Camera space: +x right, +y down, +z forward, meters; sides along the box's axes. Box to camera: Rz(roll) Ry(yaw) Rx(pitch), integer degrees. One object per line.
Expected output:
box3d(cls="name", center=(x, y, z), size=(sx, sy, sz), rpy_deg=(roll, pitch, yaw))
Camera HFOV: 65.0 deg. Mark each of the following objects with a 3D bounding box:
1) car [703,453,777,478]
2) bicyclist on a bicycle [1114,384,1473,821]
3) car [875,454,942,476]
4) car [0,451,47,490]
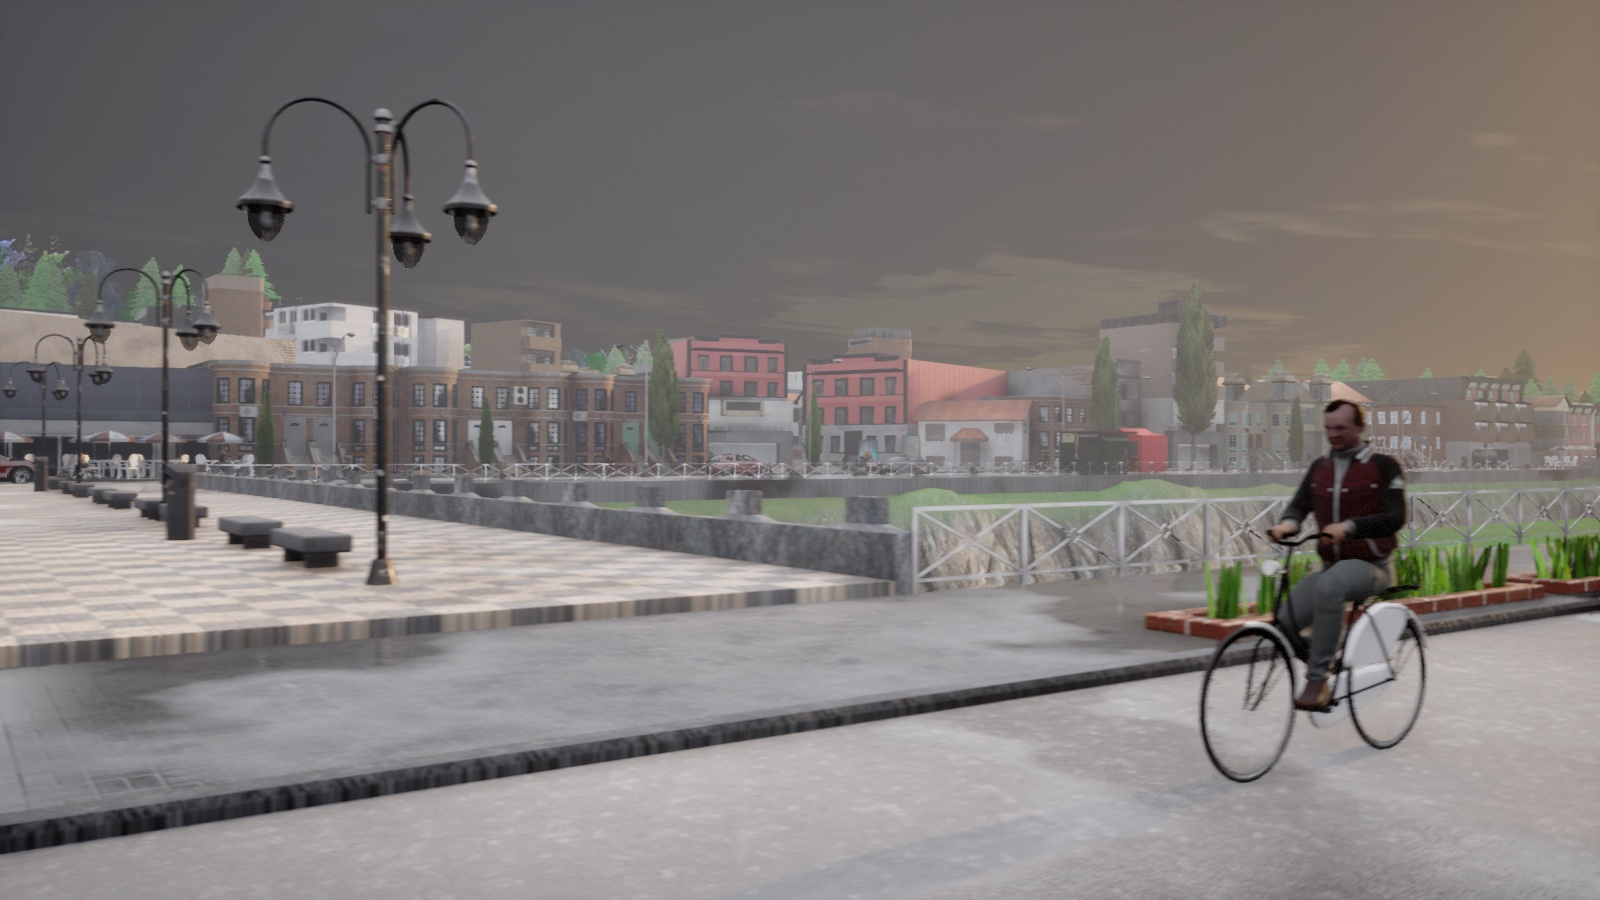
box3d(cls="car", center=(-3.652, 0.955, 76.890), size=(4.193, 1.474, 1.816), rpy_deg=(0, 0, -35))
box3d(cls="bicyclist on a bicycle", center=(2.360, 0.625, 5.911), size=(1.843, 1.776, 0.659), rpy_deg=(0, 0, -35))
box3d(cls="car", center=(7.309, 1.000, 84.524), size=(4.181, 1.385, 1.994), rpy_deg=(0, 0, -35))
box3d(cls="car", center=(-35.663, 0.884, 54.596), size=(4.856, 1.649, 2.033), rpy_deg=(0, 0, -35))
